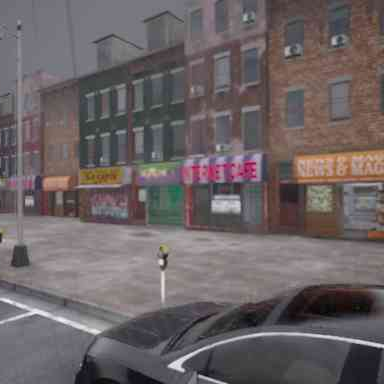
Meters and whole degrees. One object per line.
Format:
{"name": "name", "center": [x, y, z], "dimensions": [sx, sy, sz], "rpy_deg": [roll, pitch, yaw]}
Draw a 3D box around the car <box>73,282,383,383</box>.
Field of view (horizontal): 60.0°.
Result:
{"name": "car", "center": [1.114, 1.509, 2.486], "dimensions": [4.892, 1.490, 1.837], "rpy_deg": [-1, -1, 35]}
